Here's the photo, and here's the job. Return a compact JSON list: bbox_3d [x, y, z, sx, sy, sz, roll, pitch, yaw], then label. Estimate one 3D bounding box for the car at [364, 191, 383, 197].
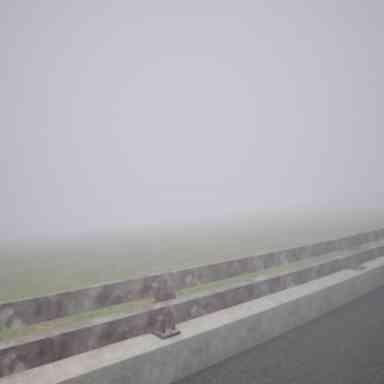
[{"bbox_3d":[41.595,0.616,75.510,1.837,1.490,4.892,-1,0,3],"label":"car"}]
